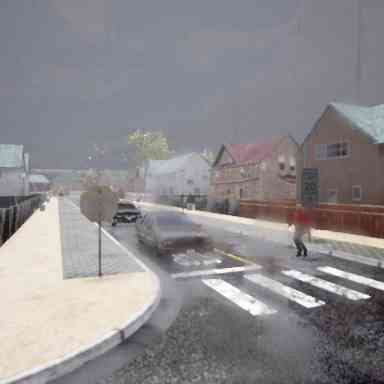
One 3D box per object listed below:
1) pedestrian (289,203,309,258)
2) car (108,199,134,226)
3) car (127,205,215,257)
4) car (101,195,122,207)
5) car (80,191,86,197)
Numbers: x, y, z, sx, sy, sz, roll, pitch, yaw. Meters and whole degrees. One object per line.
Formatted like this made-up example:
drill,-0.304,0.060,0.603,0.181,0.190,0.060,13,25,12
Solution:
pedestrian,3.551,1.235,10.950,0.375,1.860,0.375,1,0,-22
car,-4.630,1.354,22.144,1.837,1.490,4.892,0,0,-22
car,-0.948,1.469,12.969,2.033,1.411,5.357,0,0,-20
car,-11.368,1.200,46.545,2.033,1.411,5.357,0,0,-22
car,-14.373,0.856,46.370,2.150,2.045,5.566,0,0,-22
